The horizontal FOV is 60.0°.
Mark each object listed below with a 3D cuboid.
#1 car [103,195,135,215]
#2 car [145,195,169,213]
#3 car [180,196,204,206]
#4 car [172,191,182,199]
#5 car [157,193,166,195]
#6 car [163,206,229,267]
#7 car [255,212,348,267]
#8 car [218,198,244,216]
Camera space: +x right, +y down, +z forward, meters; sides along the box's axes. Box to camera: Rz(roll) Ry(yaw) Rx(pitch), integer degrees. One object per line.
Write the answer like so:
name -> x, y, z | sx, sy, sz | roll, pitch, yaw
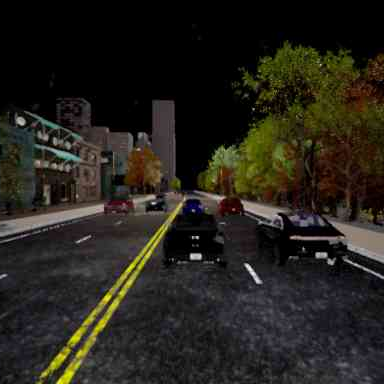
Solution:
car -> -6.595, 1.102, 30.406 | 2.097, 1.767, 4.553 | 0, 0, 0
car -> -3.344, 1.298, 32.403 | 1.994, 1.385, 4.181 | 0, 0, 0
car -> 0.100, 1.290, 28.685 | 1.812, 1.442, 4.674 | 0, 0, 0
car -> -3.264, 0.580, 73.042 | 2.097, 1.767, 4.553 | 0, 0, 0
car -> -6.504, 0.932, 71.532 | 1.994, 1.385, 4.181 | 0, 0, 0
car -> 0.100, 1.413, 11.038 | 1.837, 1.490, 4.892 | 0, 0, 0
car -> 3.349, 1.401, 11.030 | 2.128, 1.511, 4.902 | 0, 0, 0
car -> 3.350, 1.238, 29.176 | 1.882, 1.535, 5.008 | 0, 0, 0
